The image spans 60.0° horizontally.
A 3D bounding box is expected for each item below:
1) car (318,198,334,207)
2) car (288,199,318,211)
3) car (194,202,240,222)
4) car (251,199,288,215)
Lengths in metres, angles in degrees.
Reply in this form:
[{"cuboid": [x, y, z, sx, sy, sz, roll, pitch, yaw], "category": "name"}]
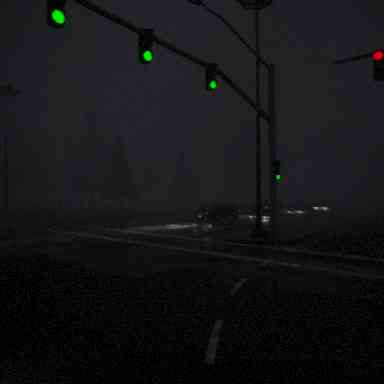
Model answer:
[{"cuboid": [19.814, 1.562, 49.948, 1.994, 1.385, 4.181, -1, 0, 38], "category": "car"}, {"cuboid": [13.803, 1.570, 42.170, 2.033, 1.411, 5.357, -1, 0, 38], "category": "car"}, {"cuboid": [2.106, 1.562, 26.997, 2.128, 1.511, 4.902, -1, 0, 38], "category": "car"}, {"cuboid": [7.831, 1.551, 34.398, 1.837, 1.490, 4.892, -1, 0, 38], "category": "car"}]
